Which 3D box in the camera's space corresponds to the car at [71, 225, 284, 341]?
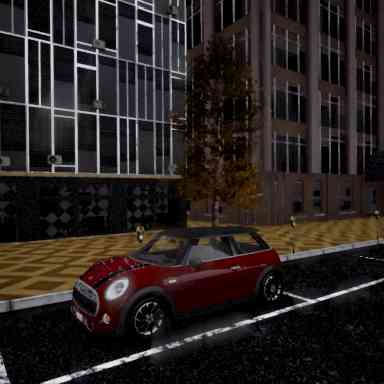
[{"bbox_3d":[-0.156,1.439,6.429,4.097,1.590,1.967,0,-1,-35],"label":"car"}]
